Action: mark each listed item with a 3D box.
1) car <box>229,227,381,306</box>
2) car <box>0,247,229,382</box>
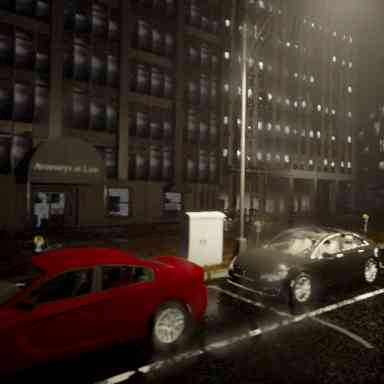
[{"bbox_3d":[2.840,1.556,7.986,4.403,1.369,2.008,0,1,-34],"label":"car"},{"bbox_3d":[-1.844,1.542,4.754,4.507,1.381,1.887,0,1,-36],"label":"car"}]
